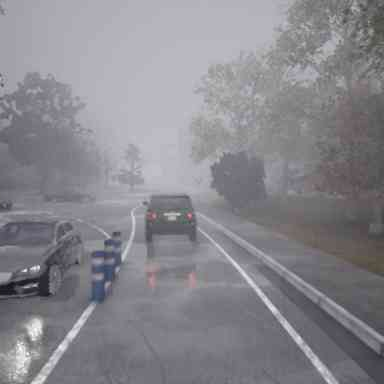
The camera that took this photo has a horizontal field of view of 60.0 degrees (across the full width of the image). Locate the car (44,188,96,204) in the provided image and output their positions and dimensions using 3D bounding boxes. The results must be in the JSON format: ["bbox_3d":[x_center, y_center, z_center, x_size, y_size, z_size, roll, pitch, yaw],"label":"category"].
[{"bbox_3d":[-12.195,0.372,33.392,4.892,1.490,1.837,-1,5,-16],"label":"car"}]

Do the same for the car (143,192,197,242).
[{"bbox_3d":[-1.103,1.015,15.620,2.150,2.045,5.566,-1,2,-7],"label":"car"}]

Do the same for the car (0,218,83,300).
[{"bbox_3d":[-4.073,1.478,8.546,2.128,1.511,4.902,0,1,-8],"label":"car"}]

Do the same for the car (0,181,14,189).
[{"bbox_3d":[-34.050,-1.188,58.747,1.837,1.490,4.892,1,4,26],"label":"car"}]

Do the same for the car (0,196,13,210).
[{"bbox_3d":[-16.714,0.757,27.089,4.892,1.490,1.837,2,4,27],"label":"car"}]

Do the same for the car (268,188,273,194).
[{"bbox_3d":[8.995,-0.449,46.642,5.008,1.535,1.882,0,3,-16],"label":"car"}]
